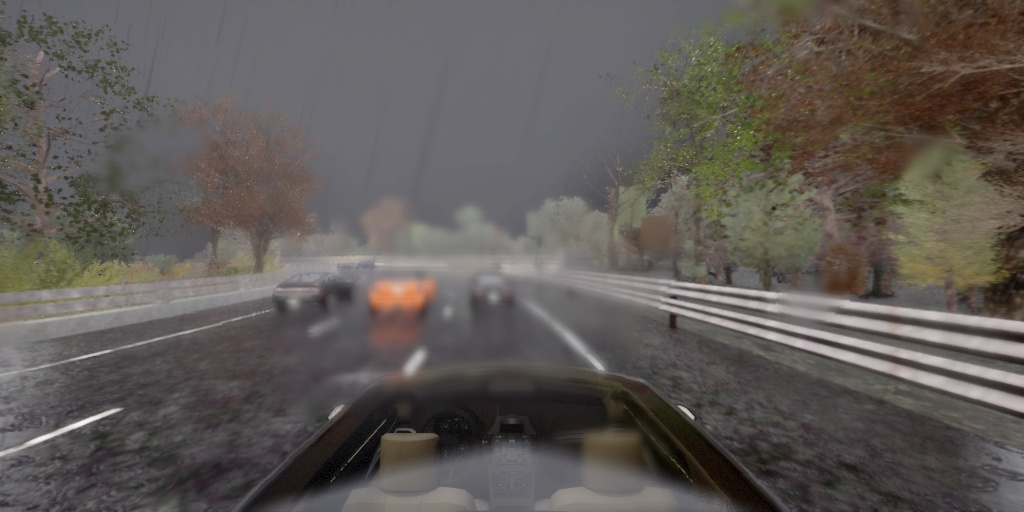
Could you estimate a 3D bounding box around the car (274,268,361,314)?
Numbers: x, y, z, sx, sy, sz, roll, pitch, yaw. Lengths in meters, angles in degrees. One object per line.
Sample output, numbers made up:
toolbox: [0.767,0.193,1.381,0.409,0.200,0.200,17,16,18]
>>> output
car: [-7.882,1.446,14.907,2.128,1.511,4.902,0,-1,-7]

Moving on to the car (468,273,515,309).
car: [-0.985,1.468,16.162,1.812,1.442,4.674,0,-1,-7]

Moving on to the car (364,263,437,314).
car: [-4.387,1.294,15.135,2.097,1.767,4.553,0,-1,-7]
